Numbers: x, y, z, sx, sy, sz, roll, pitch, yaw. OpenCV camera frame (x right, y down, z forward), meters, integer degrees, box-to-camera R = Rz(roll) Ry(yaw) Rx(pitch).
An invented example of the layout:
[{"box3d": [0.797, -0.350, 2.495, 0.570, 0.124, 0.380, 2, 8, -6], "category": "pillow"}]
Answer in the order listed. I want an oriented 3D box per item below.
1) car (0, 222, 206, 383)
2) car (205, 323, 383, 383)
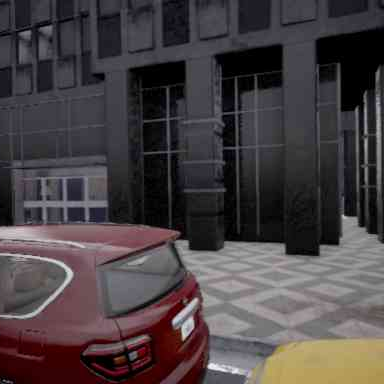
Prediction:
[{"box3d": [-2.282, 1.303, 3.733, 5.009, 1.841, 2.192, -1, 1, 20], "category": "car"}, {"box3d": [2.673, 1.432, 1.935, 4.829, 1.417, 1.752, -1, 1, 20], "category": "car"}]
